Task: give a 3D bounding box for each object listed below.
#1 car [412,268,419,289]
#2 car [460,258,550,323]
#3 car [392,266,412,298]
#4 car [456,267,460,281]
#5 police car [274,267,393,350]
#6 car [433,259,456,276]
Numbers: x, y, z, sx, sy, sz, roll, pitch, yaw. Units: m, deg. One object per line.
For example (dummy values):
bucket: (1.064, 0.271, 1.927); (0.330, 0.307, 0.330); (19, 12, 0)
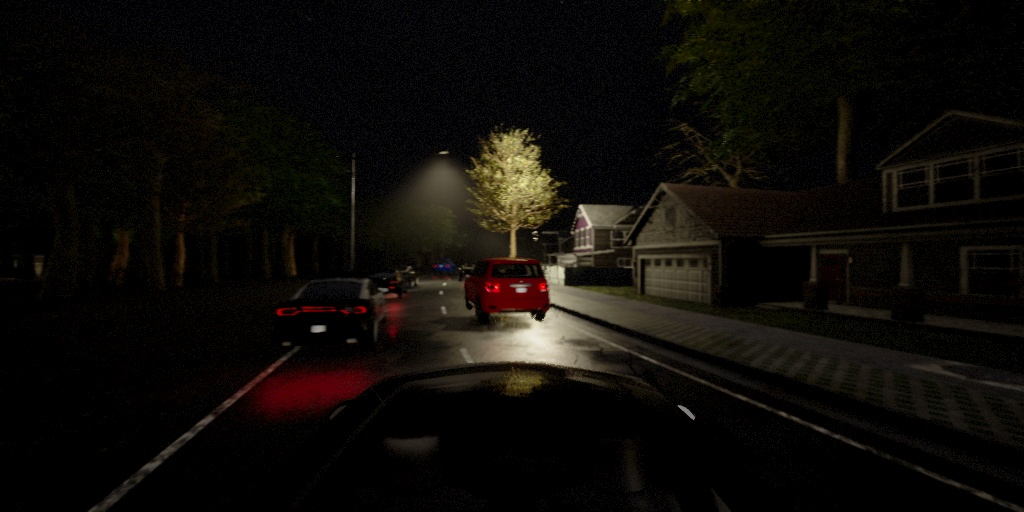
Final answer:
car: (-7.646, 1.437, 24.897); (1.837, 1.490, 4.892); (1, -1, -9)
car: (-0.392, 1.089, 12.971); (2.150, 2.045, 5.566); (1, 0, -14)
car: (-6.603, 1.403, 19.016); (1.812, 1.442, 4.674); (1, -1, -11)
car: (-4.108, 1.569, 34.780); (1.837, 1.490, 4.892); (0, -1, -6)
police car: (-4.391, 1.219, 9.425); (1.930, 1.638, 5.238); (1, -1, -15)
car: (-8.395, 1.360, 45.089); (2.150, 2.045, 5.566); (0, -1, 0)
